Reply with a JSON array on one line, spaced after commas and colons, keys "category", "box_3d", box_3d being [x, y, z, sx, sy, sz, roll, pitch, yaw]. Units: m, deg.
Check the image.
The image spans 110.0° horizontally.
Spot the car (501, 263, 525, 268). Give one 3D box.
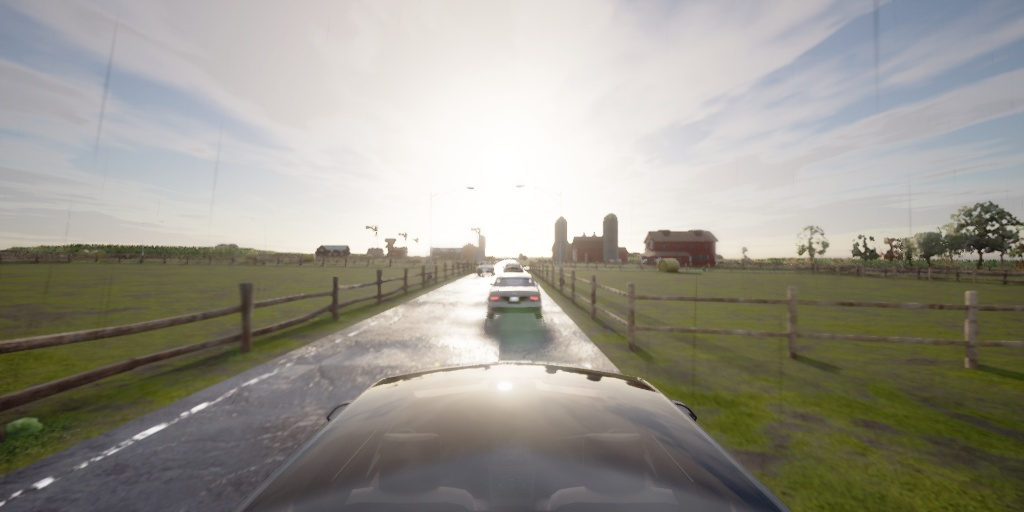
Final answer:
[{"category": "car", "box_3d": [0.096, 1.352, 33.265, 1.837, 1.490, 4.892, 0, 0, 0]}]

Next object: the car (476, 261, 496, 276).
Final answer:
[{"category": "car", "box_3d": [-2.840, 1.359, 39.820, 2.128, 1.511, 4.902, 0, 0, 0]}]

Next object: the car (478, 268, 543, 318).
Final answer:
[{"category": "car", "box_3d": [0.084, 1.333, 13.193, 2.033, 1.411, 5.357, 0, 0, 0]}]
